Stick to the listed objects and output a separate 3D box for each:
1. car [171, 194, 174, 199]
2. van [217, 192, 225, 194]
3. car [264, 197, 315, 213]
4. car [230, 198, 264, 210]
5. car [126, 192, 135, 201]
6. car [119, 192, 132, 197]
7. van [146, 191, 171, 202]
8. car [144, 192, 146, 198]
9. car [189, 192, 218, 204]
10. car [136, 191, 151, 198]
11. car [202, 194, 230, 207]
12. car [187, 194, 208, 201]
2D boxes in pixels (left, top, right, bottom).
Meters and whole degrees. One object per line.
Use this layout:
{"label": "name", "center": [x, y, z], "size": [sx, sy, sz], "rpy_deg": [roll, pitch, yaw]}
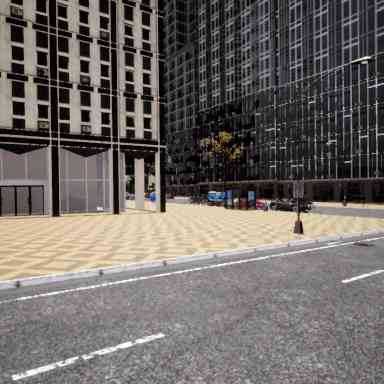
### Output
{"label": "car", "center": [-5.433, 0.936, 72.468], "size": [1.802, 1.307, 4.206], "rpy_deg": [0, 1, -35]}
{"label": "van", "center": [4.250, 0.855, 58.431], "size": [1.690, 1.788, 3.998], "rpy_deg": [0, 1, -35]}
{"label": "car", "center": [10.158, 1.424, 34.891], "size": [1.947, 1.339, 4.313], "rpy_deg": [-1, 1, -35]}
{"label": "car", "center": [6.944, 1.388, 39.581], "size": [1.802, 1.307, 4.206], "rpy_deg": [0, 1, -35]}
{"label": "car", "center": [-12.331, 1.039, 67.710], "size": [2.008, 1.369, 4.403], "rpy_deg": [0, 1, -35]}
{"label": "car", "center": [-18.345, 0.688, 91.179], "size": [2.008, 1.369, 4.403], "rpy_deg": [0, 1, -35]}
{"label": "van", "center": [-5.875, 0.937, 58.351], "size": [1.690, 1.788, 3.998], "rpy_deg": [0, 1, -35]}
{"label": "car", "center": [-8.661, 0.615, 77.143], "size": [2.192, 1.841, 5.009], "rpy_deg": [0, 1, -35]}
{"label": "car", "center": [1.502, 1.143, 52.236], "size": [1.837, 1.490, 4.892], "rpy_deg": [-1, 1, -34]}
{"label": "car", "center": [-11.890, 0.686, 81.822], "size": [1.967, 1.590, 4.097], "rpy_deg": [0, 1, -35]}
{"label": "car", "center": [3.764, 1.319, 44.291], "size": [1.947, 1.339, 4.313], "rpy_deg": [0, 1, -35]}
{"label": "car", "center": [1.023, 1.043, 63.112], "size": [1.802, 1.307, 4.206], "rpy_deg": [0, 1, -35]}
